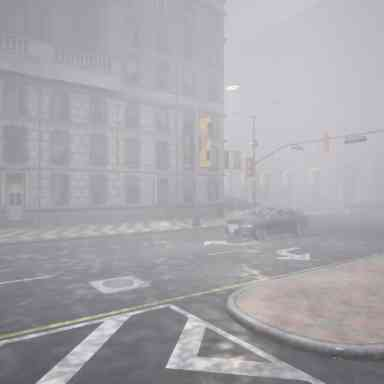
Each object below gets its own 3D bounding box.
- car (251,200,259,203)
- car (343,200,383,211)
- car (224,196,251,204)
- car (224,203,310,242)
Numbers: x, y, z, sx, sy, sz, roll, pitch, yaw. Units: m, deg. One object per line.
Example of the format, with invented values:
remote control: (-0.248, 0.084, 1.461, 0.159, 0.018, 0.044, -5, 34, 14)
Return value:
car: (7.284, 1.547, 46.668, 2.033, 1.411, 5.357, 0, 0, -36)
car: (21.011, 1.601, 40.330, 4.718, 1.301, 1.895, 0, 0, 40)
car: (5.030, 1.352, 43.812, 2.097, 1.767, 4.553, 0, 0, -35)
car: (3.785, 1.491, 16.460, 4.902, 1.511, 2.128, 0, 0, -35)
